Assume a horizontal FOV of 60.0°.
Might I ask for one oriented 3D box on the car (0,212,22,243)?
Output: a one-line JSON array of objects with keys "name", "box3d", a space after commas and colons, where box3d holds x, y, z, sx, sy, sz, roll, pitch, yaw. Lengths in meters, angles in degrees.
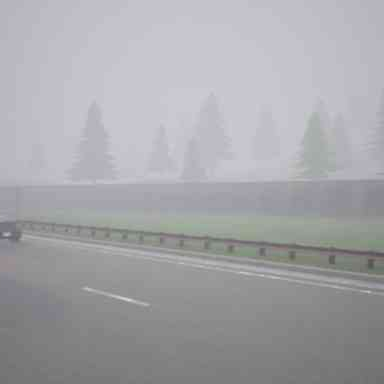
[{"name": "car", "box3d": [-9.496, 1.572, 15.048, 4.674, 1.442, 1.812, 0, 0, 35]}]
